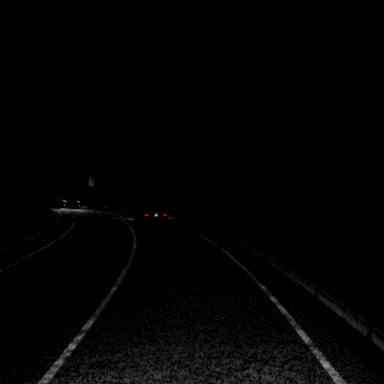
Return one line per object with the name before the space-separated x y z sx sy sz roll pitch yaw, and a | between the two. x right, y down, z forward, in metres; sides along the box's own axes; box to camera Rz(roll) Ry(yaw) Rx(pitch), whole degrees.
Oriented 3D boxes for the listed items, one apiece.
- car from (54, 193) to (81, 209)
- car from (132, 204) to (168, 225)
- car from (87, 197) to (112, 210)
car | -14.814 1.030 39.482 2.097 1.767 4.553 4 -1 -35
car | -3.170 1.589 24.525 2.033 1.411 5.357 2 0 -18
car | -11.395 1.392 40.851 2.128 1.511 4.902 4 -2 -34
